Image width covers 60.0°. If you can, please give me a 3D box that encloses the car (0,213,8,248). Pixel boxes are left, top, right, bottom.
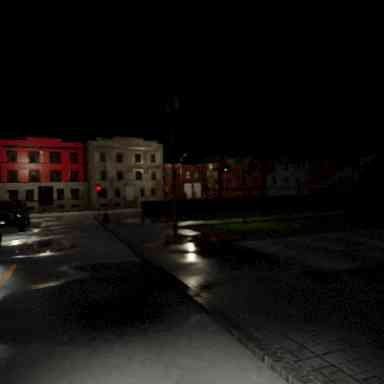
[{"bbox_3d":[-8.942,1.822,13.276,1.994,1.385,4.181,-2,0,-21],"label":"car"}]

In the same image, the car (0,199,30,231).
[{"bbox_3d":[-12.672,1.577,23.185,2.150,2.045,5.566,-2,0,-21],"label":"car"}]
